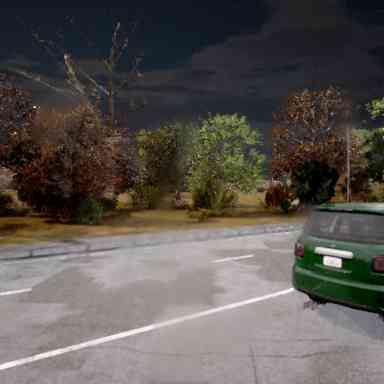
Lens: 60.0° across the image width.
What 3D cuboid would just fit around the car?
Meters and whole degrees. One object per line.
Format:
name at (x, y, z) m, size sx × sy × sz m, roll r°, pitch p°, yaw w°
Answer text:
car at (4.445, 1.236, 6.912) m, size 5.566 × 2.045 × 2.150 m, roll 1°, pitch 0°, yaw -35°
